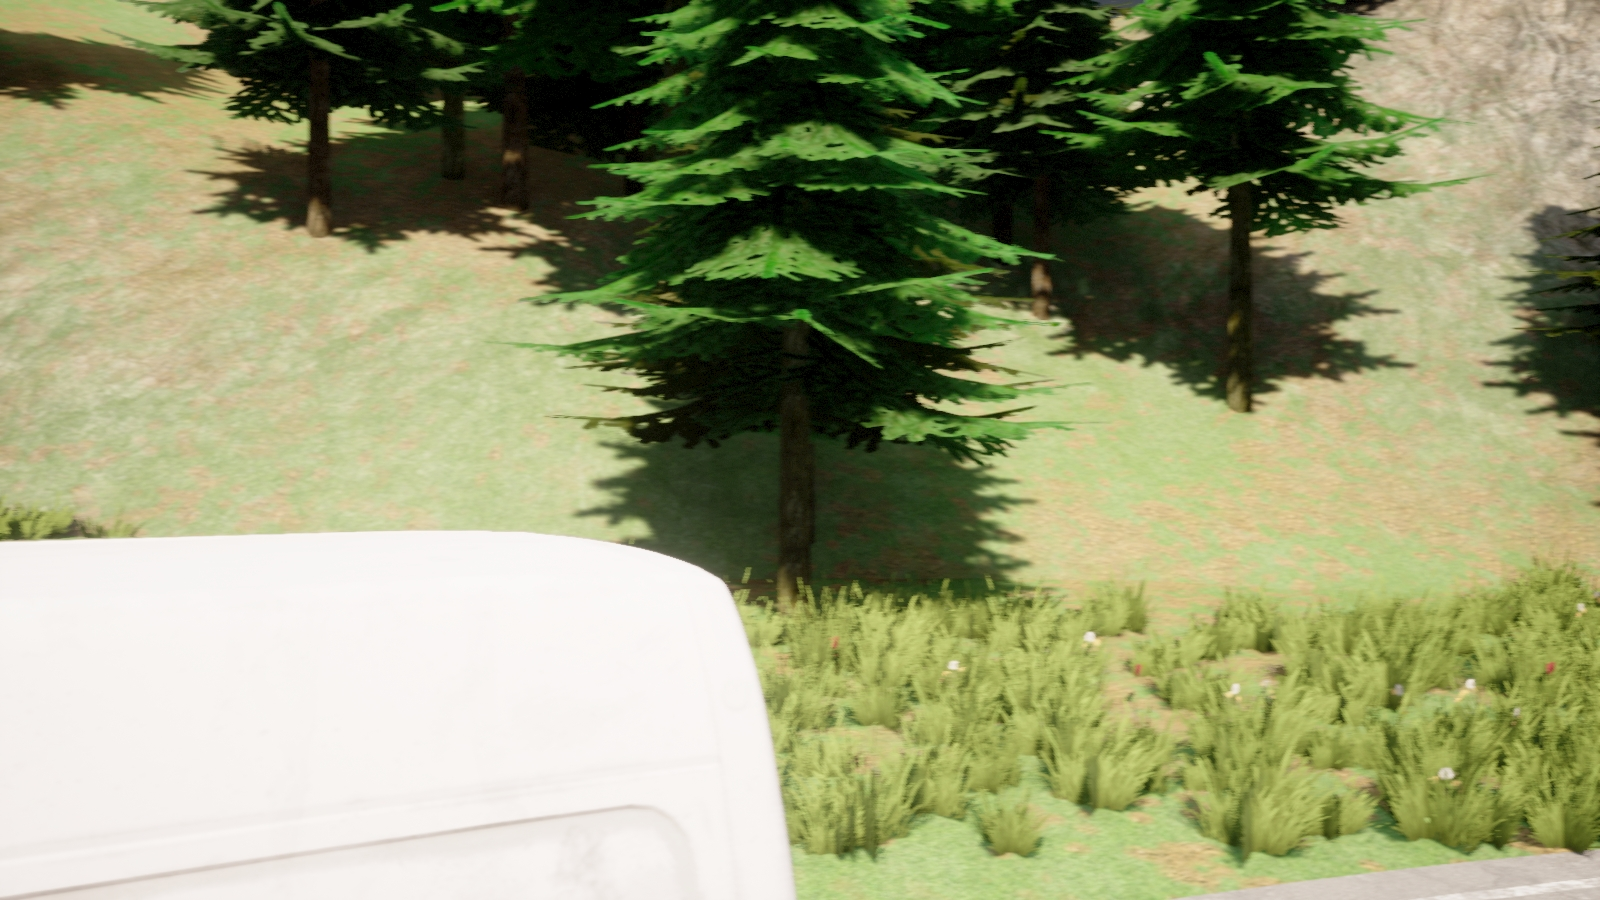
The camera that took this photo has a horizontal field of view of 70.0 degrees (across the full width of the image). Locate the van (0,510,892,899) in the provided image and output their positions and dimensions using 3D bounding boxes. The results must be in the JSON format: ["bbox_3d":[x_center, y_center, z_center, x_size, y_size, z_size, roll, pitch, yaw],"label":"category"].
[{"bbox_3d":[-2.889,1.500,1.903,5.915,2.561,1.988,0,0,-28],"label":"van"}]
